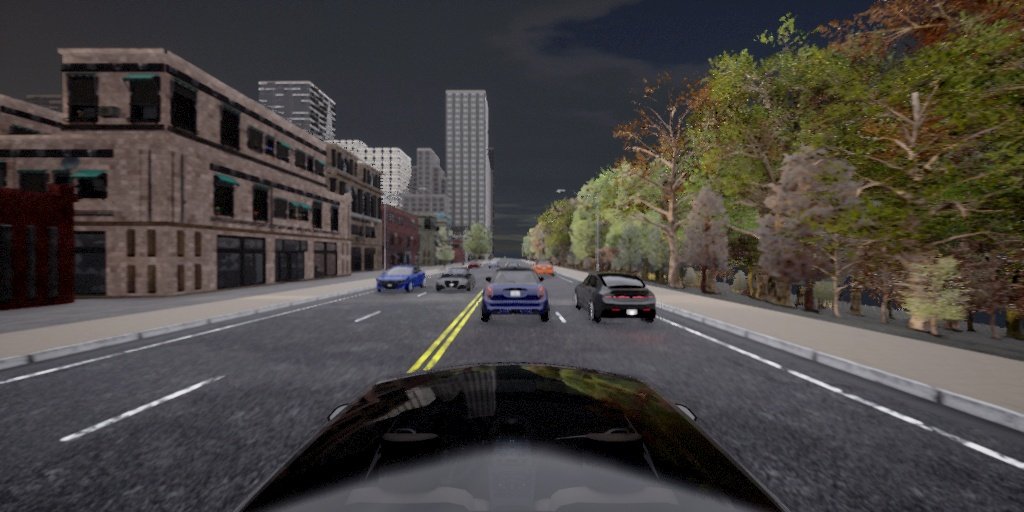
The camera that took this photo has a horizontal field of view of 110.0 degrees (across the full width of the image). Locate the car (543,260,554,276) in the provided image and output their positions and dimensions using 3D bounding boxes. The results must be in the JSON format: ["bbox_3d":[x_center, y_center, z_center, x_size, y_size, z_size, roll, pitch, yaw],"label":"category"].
[{"bbox_3d":[3.351,1.276,39.578,2.097,1.767,4.553,0,0,0],"label":"car"}]

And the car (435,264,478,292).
[{"bbox_3d":[-3.346,1.407,21.879,1.994,1.385,4.181,0,0,0],"label":"car"}]

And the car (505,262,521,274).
[{"bbox_3d":[0.101,1.516,45.720,1.994,1.385,4.181,0,0,0],"label":"car"}]

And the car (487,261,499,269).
[{"bbox_3d":[-3.279,1.555,63.816,1.812,1.442,4.674,0,0,1],"label":"car"}]

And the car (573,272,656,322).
[{"bbox_3d":[3.351,1.307,12.432,1.837,1.490,4.892,0,0,0],"label":"car"}]

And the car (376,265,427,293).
[{"bbox_3d":[-6.596,1.321,21.841,1.882,1.535,5.008,0,0,0],"label":"car"}]

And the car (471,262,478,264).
[{"bbox_3d":[-6.520,1.631,63.711,1.895,1.301,4.718,0,0,1],"label":"car"}]

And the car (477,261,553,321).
[{"bbox_3d":[0.100,1.153,12.862,2.097,1.767,4.553,0,0,0],"label":"car"}]
